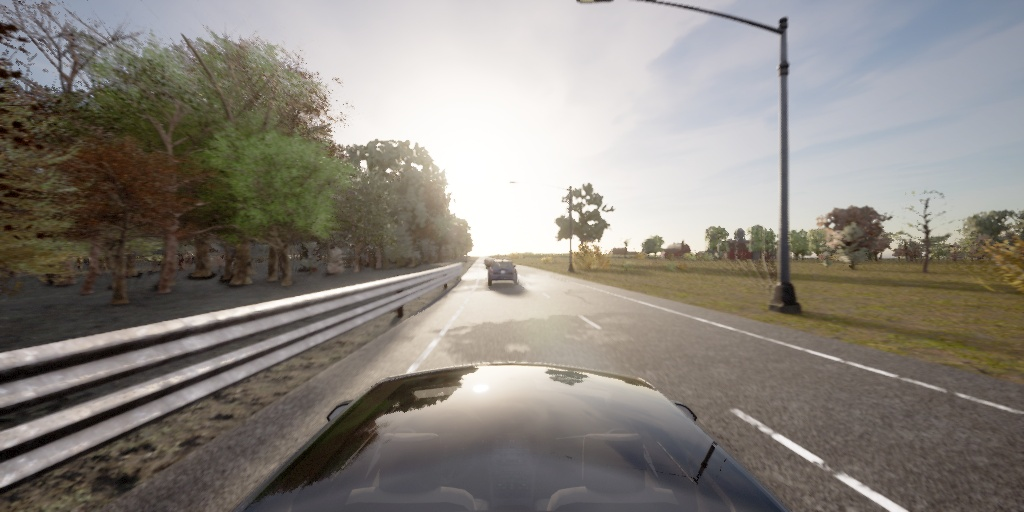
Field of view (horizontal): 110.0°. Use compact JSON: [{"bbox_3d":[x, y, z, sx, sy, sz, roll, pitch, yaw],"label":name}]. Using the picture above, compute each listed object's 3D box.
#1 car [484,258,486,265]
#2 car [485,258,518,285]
[{"bbox_3d":[-3.293,1.222,57.723,1.837,1.490,4.892,0,0,-5],"label":"car"},{"bbox_3d":[-0.729,1.090,26.232,2.097,1.767,4.553,0,0,-4],"label":"car"}]
